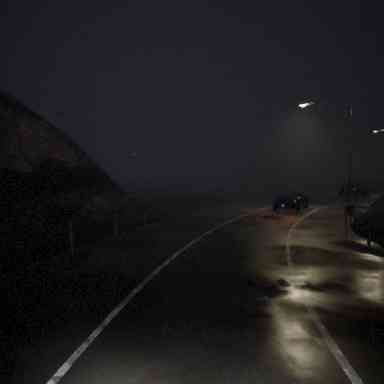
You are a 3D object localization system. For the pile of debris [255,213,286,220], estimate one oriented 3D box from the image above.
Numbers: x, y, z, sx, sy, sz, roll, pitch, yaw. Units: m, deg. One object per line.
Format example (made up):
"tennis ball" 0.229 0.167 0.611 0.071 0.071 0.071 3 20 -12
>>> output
"pile of debris" 4.903 1.520 20.720 1.500 0.140 1.860 2 4 26

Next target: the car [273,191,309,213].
"car" 7.366 0.623 24.635 1.812 1.442 4.674 3 4 30

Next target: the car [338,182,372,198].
"car" 17.982 -0.338 36.591 4.553 1.767 2.097 -3 5 -40
